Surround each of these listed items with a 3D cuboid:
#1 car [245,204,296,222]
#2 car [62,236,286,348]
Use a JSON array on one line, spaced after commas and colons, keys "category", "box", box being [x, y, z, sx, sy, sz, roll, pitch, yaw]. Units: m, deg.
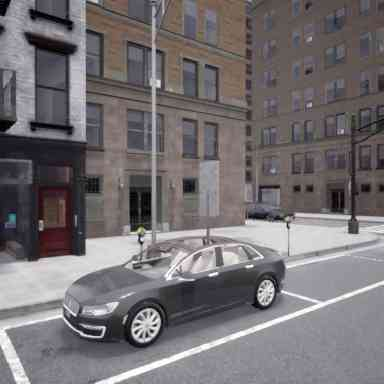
[{"category": "car", "box": [5.704, 1.642, 26.874, 2.033, 1.411, 5.357, 0, 0, -37]}, {"category": "car", "box": [-0.078, 1.551, 6.200, 4.403, 1.369, 2.008, 0, 0, -37]}]
